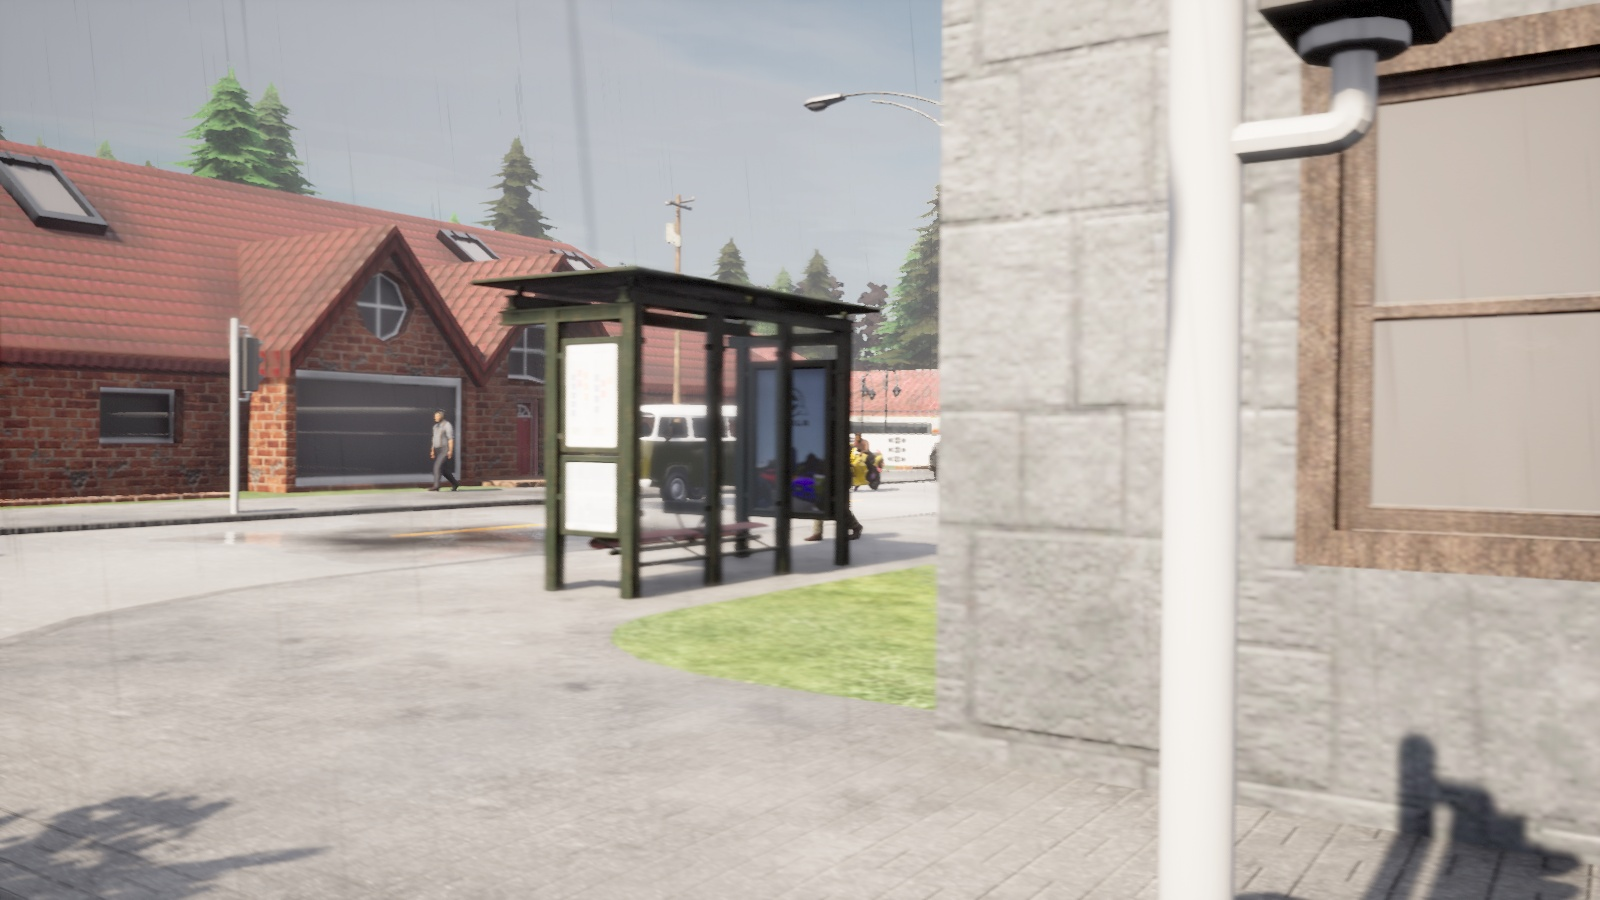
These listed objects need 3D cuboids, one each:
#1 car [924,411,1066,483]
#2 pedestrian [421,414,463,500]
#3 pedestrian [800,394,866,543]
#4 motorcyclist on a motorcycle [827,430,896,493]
[{"bbox_3d":[6.063,-0.129,38.417,2.150,2.045,5.566,0,1,34],"label":"car"},{"bbox_3d":[-7.829,0.137,27.462,0.540,1.848,0.694,0,1,45],"label":"pedestrian"},{"bbox_3d":[0.420,0.221,15.860,0.726,1.842,0.402,-1,1,-39],"label":"pedestrian"},{"bbox_3d":[1.565,0.267,31.656,0.797,1.523,2.044,0,1,34],"label":"motorcyclist on a motorcycle"}]
